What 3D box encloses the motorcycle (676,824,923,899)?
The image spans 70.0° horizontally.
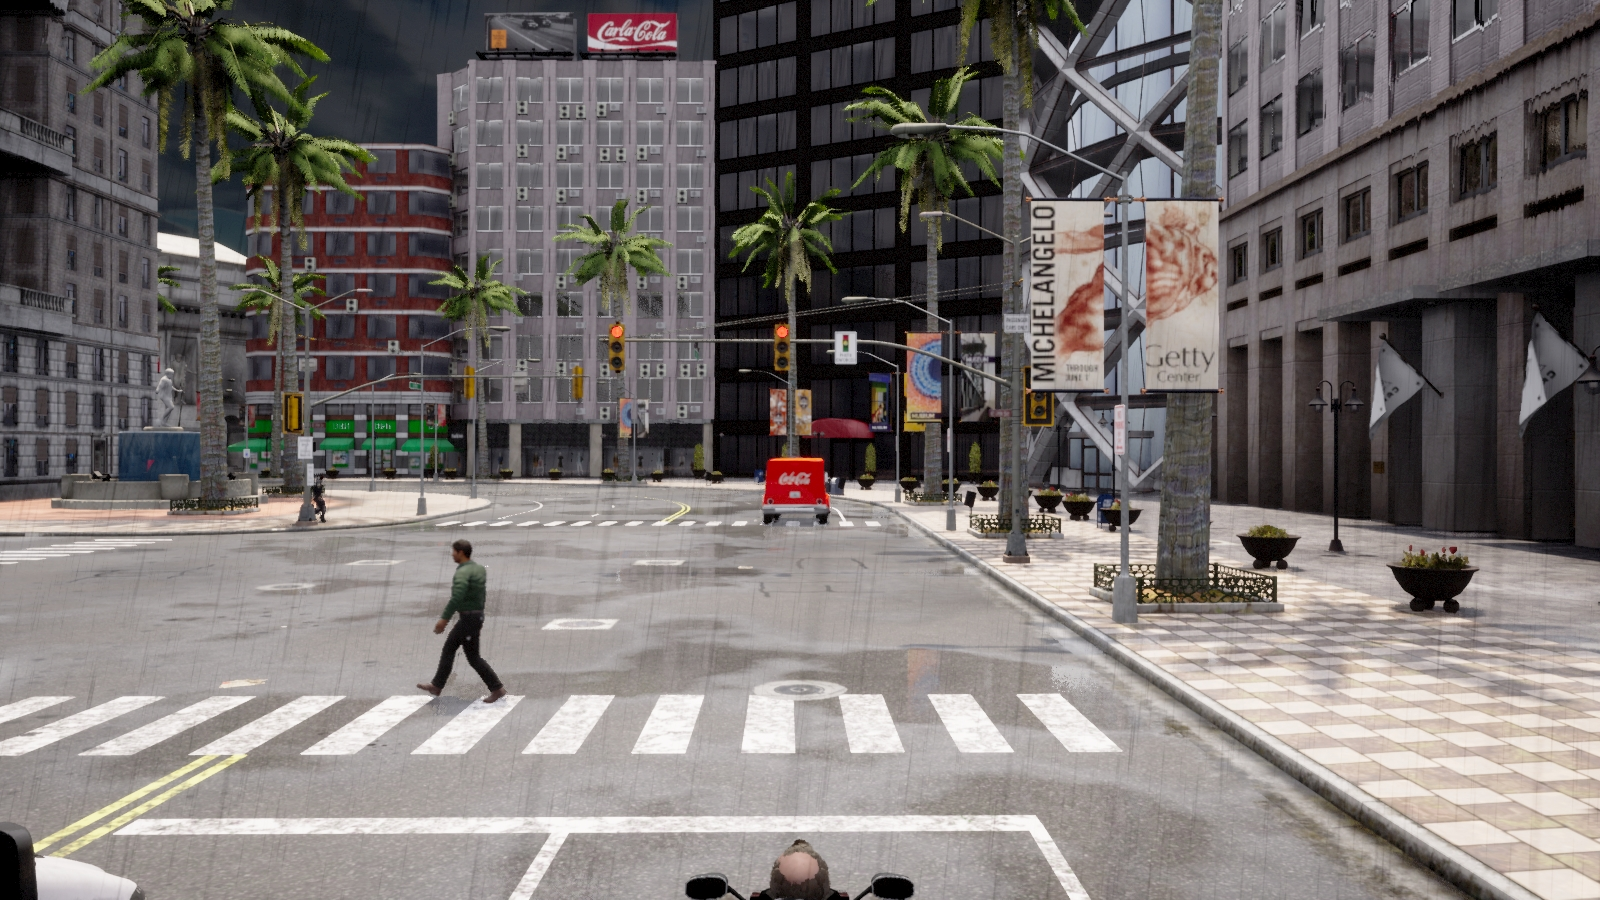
[{"bbox_3d":[-0.001,2.203,3.717,0.867,1.251,2.209,0,0,0],"label":"motorcycle"}]

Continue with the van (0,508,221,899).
[{"bbox_3d":[-3.507,1.533,1.998,1.988,2.561,5.915,0,0,0],"label":"van"}]

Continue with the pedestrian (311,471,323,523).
[{"bbox_3d":[-17.337,1.680,40.974,0.375,1.860,0.375,0,0,-26],"label":"pedestrian"}]

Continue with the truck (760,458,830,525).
[{"bbox_3d":[-0.127,1.550,45.021,2.627,2.467,5.204,0,0,1],"label":"truck"}]

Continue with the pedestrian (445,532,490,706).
[{"bbox_3d":[-3.655,1.842,12.569,0.375,1.860,0.375,0,0,3],"label":"pedestrian"}]
